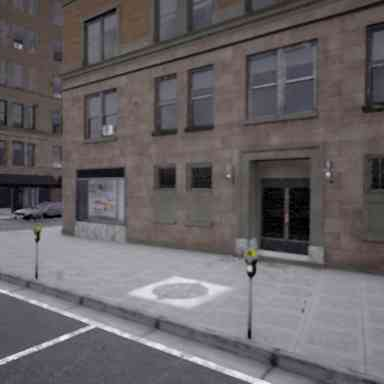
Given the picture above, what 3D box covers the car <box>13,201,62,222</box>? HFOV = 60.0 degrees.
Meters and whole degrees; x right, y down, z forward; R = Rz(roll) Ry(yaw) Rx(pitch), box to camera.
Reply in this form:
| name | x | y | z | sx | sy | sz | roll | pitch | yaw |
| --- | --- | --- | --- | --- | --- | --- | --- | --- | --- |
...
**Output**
| name | x | y | z | sx | sy | sz | roll | pitch | yaw |
| --- | --- | --- | --- | --- | --- | --- | --- | --- | --- |
| car | -10.473 | 1.405 | 25.286 | 2.033 | 1.411 | 5.357 | 1 | 1 | 38 |
